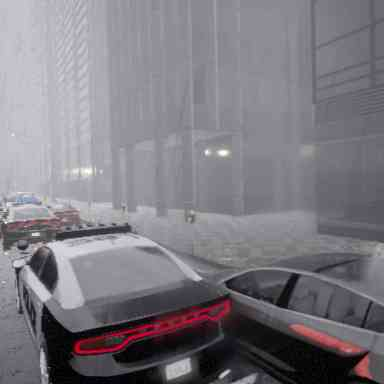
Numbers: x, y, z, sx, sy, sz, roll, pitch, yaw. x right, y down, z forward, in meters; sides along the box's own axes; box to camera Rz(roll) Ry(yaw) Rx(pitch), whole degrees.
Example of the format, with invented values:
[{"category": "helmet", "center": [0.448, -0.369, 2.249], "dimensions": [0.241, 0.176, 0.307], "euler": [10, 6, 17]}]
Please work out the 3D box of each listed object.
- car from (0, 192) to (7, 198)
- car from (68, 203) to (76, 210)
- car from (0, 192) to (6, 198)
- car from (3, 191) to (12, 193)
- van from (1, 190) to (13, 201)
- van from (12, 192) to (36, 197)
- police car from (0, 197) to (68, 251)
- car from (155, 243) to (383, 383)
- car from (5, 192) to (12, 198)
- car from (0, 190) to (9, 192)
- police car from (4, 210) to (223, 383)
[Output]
[{"category": "car", "center": [-46.048, 0.628, 80.720], "dimensions": [1.887, 1.381, 4.507], "euler": [-3, 2, -32]}, {"category": "car", "center": [-7.473, 1.239, 18.360], "dimensions": [1.887, 1.381, 4.507], "euler": [-3, 2, -32]}, {"category": "car", "center": [-21.826, 1.117, 36.393], "dimensions": [1.837, 1.490, 4.892], "euler": [-3, 2, -31]}, {"category": "car", "center": [-28.243, 0.949, 51.940], "dimensions": [1.802, 1.307, 4.206], "euler": [-3, 2, -32]}, {"category": "van", "center": [-34.185, 0.614, 61.526], "dimensions": [1.690, 1.788, 3.998], "euler": [-3, 2, -32]}, {"category": "van", "center": [-16.381, 0.896, 32.745], "dimensions": [1.690, 1.788, 3.998], "euler": [-3, 2, -32]}, {"category": "police car", "center": [-6.728, 1.229, 13.615], "dimensions": [1.930, 1.638, 5.238], "euler": [-3, 2, -32]}, {"category": "car", "center": [1.430, 1.400, 3.970], "dimensions": [1.947, 1.339, 4.313], "euler": [-3, 2, -32]}, {"category": "car", "center": [-25.276, 0.996, 47.143], "dimensions": [1.802, 1.307, 4.206], "euler": [-3, 2, -32]}, {"category": "car", "center": [-31.211, 0.886, 56.736], "dimensions": [1.947, 1.339, 4.313], "euler": [-3, 2, -32]}, {"category": "police car", "center": [-1.511, 1.314, 5.073], "dimensions": [1.930, 1.638, 5.238], "euler": [-3, 2, -32]}]
